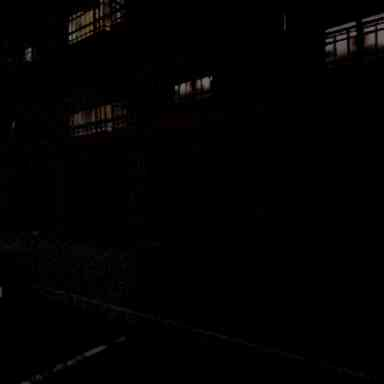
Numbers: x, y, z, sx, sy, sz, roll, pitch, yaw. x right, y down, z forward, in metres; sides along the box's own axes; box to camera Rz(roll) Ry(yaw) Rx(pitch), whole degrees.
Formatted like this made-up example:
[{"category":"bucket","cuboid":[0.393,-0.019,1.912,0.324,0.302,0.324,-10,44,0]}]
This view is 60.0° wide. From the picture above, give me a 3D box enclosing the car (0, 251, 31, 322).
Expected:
[{"category":"car","cuboid":[-4.804,1.657,6.387,4.313,1.339,1.947,-1,-1,35]}]
